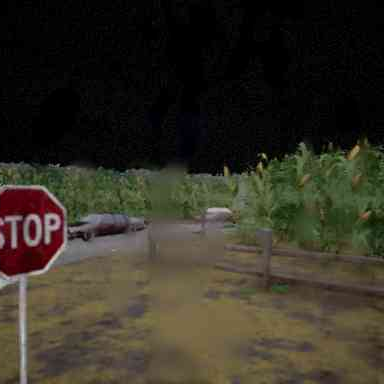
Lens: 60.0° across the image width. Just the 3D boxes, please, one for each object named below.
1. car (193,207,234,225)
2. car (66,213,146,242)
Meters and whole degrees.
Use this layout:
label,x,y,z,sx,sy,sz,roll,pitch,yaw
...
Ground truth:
label,x,y,z,sx,sy,sz,roll,pitch,yaw
car,1.919,1.993,28.282,1.812,1.442,4.674,-2,-2,36
car,-4.963,1.888,18.728,2.033,1.411,5.357,-2,-2,36
